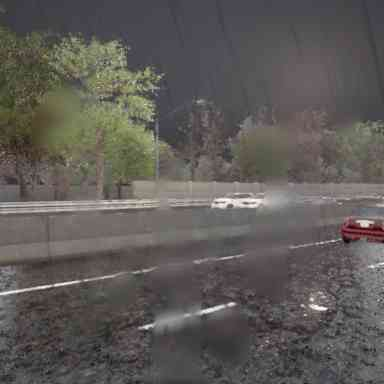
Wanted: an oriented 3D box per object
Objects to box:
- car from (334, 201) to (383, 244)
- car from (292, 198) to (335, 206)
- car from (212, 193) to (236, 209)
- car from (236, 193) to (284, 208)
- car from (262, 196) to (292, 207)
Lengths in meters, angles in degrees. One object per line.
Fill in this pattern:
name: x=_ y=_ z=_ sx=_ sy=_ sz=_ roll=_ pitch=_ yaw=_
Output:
car: x=8.368 y=1.276 z=14.019 sx=4.553 sy=1.767 sz=2.097 roll=0 pitch=0 yaw=-35
car: x=11.390 y=1.349 z=29.315 sx=5.008 sy=1.535 sz=1.882 roll=0 pitch=0 yaw=-35
car: x=4.773 y=1.099 z=37.142 sx=5.566 sy=2.045 sz=2.150 roll=0 pitch=0 yaw=-38
car: x=7.704 y=1.091 z=35.283 sx=5.566 sy=2.045 sz=2.150 roll=0 pitch=0 yaw=-35
car: x=9.334 y=1.397 z=32.147 sx=4.674 sy=1.442 sz=1.812 roll=0 pitch=0 yaw=-35
